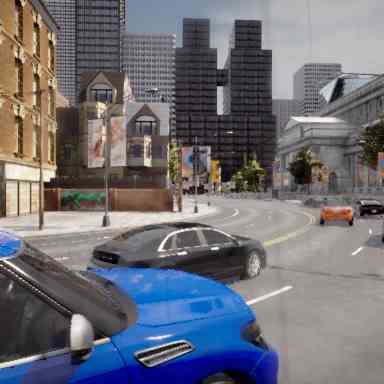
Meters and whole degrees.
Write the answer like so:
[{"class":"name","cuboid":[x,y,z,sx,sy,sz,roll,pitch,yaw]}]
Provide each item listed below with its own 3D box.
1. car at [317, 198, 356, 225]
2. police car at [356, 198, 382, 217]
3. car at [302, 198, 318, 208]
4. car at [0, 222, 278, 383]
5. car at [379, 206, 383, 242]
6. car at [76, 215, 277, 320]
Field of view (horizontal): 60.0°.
[{"class":"car","cuboid":[10.614,1.340,24.512,2.097,1.767,4.553,0,0,23]},{"class":"police car","cuboid":[16.124,1.411,30.793,1.930,1.638,5.238,0,0,14]},{"class":"car","cuboid":[17.653,1.521,47.898,2.033,1.411,5.357,0,0,-2]},{"class":"car","cuboid":[-1.897,1.220,2.182,5.566,2.045,2.150,0,0,-35]},{"class":"car","cuboid":[10.034,1.472,15.471,1.882,1.535,5.008,0,0,32]},{"class":"car","cuboid":[-0.104,1.499,8.206,4.892,1.490,1.837,0,1,-42]}]
